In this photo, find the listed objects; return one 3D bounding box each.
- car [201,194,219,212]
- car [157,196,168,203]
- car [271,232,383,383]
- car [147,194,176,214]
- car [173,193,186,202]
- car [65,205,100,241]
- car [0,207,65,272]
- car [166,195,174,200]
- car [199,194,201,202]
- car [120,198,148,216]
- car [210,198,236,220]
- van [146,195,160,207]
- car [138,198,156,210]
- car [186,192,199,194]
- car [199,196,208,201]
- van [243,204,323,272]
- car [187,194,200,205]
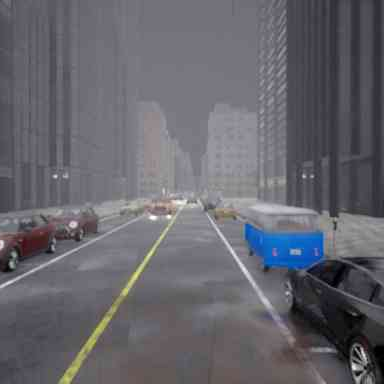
[{"bbox_3d":[2.393,1.328,38.062,2.097,1.767,4.553,0,0,0],"label":"car"},{"bbox_3d":[-5.847,1.529,66.849,1.802,1.307,4.206,0,0,0],"label":"car"},{"bbox_3d":[2.668,1.556,4.795,1.947,1.339,4.313,0,0,0],"label":"car"},{"bbox_3d":[-3.090,1.326,34.115,2.097,1.767,4.553,0,0,0],"label":"car"},{"bbox_3d":[-2.988,1.448,74.692,1.895,1.301,4.718,0,0,0],"label":"car"},{"bbox_3d":[-5.856,1.417,16.089,1.967,1.590,4.097,0,0,0],"label":"car"},{"bbox_3d":[-5.857,1.422,10.451,1.967,1.590,4.097,0,0,0],"label":"car"},{"bbox_3d":[-5.844,1.467,89.410,1.947,1.339,4.313,0,0,0],"label":"car"},{"bbox_3d":[2.677,1.508,61.186,2.008,1.369,4.403,0,0,0],"label":"car"},{"bbox_3d":[-5.861,1.499,32.805,1.752,1.417,4.829,0,0,1],"label":"car"},{"bbox_3d":[2.672,1.500,27.558,1.752,1.417,4.829,0,0,1],"label":"car"},{"bbox_3d":[-5.851,1.311,49.930,1.690,1.788,3.998,0,0,0],"label":"van"},{"bbox_3d":[-5.853,1.498,44.118,1.752,1.417,4.829,0,0,0],"label":"car"},{"bbox_3d":[0.013,1.312,78.501,2.033,1.411,5.357,0,0,0],"label":"car"},{"bbox_3d":[2.680,1.507,78.104,1.802,1.307,4.206,0,0,0],"label":"car"},{"bbox_3d":[2.668,1.324,10.434,1.690,1.788,3.998,0,0,0],"label":"van"},{"bbox_3d":[0.035,1.560,59.699,1.895,1.301,4.718,0,0,1],"label":"car"}]
